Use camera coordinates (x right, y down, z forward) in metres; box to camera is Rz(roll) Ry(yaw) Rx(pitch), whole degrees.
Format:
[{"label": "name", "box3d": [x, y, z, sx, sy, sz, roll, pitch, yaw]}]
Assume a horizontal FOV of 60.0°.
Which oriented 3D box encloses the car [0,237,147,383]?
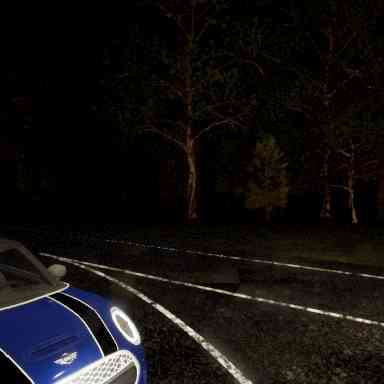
[{"label": "car", "box3d": [-2.666, 1.338, 3.771, 4.553, 1.767, 2.097, 1, 0, 35]}]
